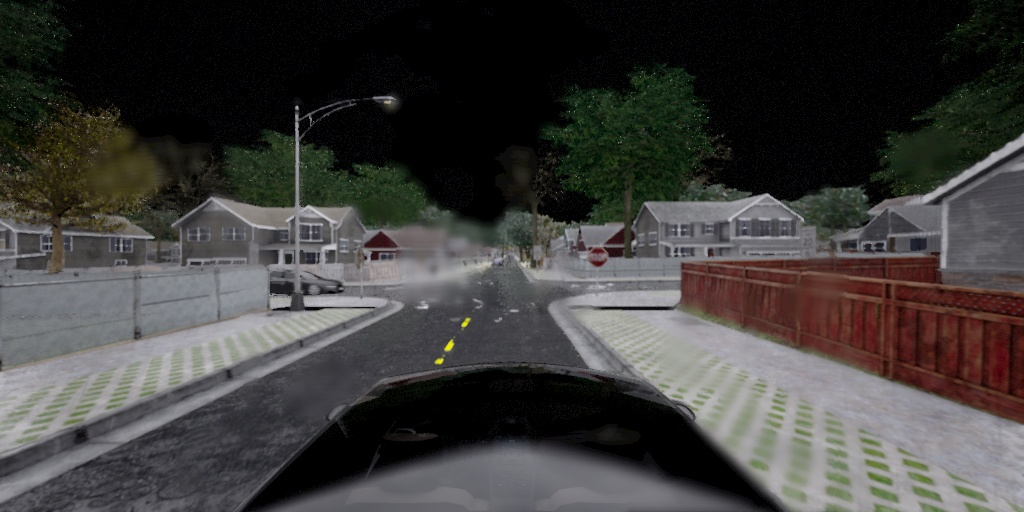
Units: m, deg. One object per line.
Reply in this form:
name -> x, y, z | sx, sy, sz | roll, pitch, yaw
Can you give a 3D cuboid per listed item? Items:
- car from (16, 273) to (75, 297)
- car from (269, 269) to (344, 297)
car -> -24.876, 1.683, 19.198 | 4.902, 1.511, 2.128 | 0, 0, -1
car -> -11.649, 1.488, 19.325 | 4.892, 1.490, 1.837 | 1, 0, -1
